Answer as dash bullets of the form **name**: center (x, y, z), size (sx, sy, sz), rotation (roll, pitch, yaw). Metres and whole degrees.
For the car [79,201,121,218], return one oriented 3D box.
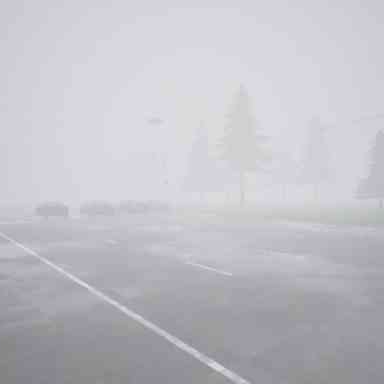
- **car**: center (-8.877, 1.541, 30.710), size (2.128, 1.511, 4.902), rotation (0, 0, -38)

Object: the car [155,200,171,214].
- **car**: center (-4.081, 1.563, 35.931), size (1.812, 1.442, 4.674), rotation (0, 0, -38)

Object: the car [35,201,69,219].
- **car**: center (-12.661, 1.540, 29.886), size (1.882, 1.535, 5.008), rotation (0, 0, -38)

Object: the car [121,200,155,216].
- **car**: center (-6.111, 1.533, 32.852), size (2.128, 1.511, 4.902), rotation (0, 0, -38)
